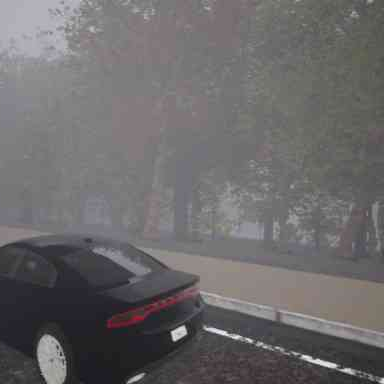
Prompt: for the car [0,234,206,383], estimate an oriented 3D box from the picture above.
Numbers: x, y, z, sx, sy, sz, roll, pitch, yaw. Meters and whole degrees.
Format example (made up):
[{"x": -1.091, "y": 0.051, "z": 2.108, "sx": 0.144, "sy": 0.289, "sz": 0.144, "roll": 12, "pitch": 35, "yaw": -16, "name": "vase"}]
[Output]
[{"x": -2.155, "y": 1.412, "z": 5.223, "sx": 5.008, "sy": 1.535, "sz": 1.882, "roll": 1, "pitch": 1, "yaw": 36, "name": "car"}]
